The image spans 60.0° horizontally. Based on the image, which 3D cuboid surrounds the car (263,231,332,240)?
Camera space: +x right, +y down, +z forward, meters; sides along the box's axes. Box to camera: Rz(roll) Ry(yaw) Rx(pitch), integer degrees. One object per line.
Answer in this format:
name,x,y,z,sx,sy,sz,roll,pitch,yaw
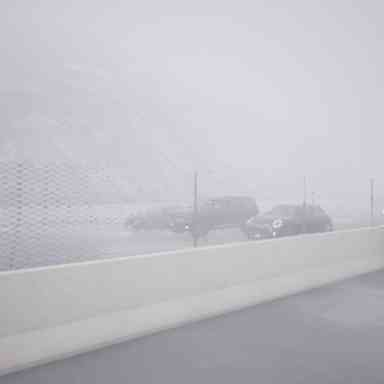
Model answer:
car,4.704,1.353,15.986,4.553,1.767,2.097,0,0,-36
